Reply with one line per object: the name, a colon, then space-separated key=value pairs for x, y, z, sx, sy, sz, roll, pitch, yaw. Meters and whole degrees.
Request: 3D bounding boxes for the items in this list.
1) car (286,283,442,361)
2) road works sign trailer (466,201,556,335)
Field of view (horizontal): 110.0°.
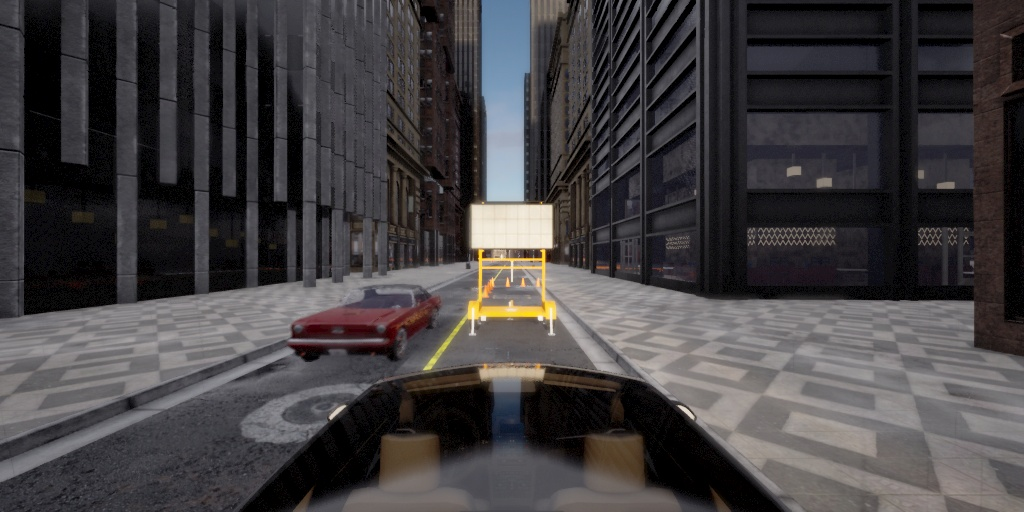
car: x=-2.998 y=1.351 z=8.382 sx=1.895 sy=1.301 sz=4.718 roll=0 pitch=0 yaw=0
road works sign trailer: x=0.002 y=0.215 z=10.470 sx=2.380 sy=3.560 sz=2.880 roll=0 pitch=0 yaw=0
